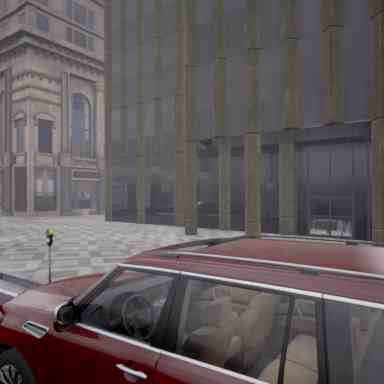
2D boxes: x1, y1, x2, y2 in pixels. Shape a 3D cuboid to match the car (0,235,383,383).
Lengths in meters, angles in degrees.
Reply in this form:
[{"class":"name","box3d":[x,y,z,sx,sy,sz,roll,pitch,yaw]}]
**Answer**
[{"class":"car","box3d":[0.262,1.315,2.787,5.009,1.841,2.192,0,0,36]}]
